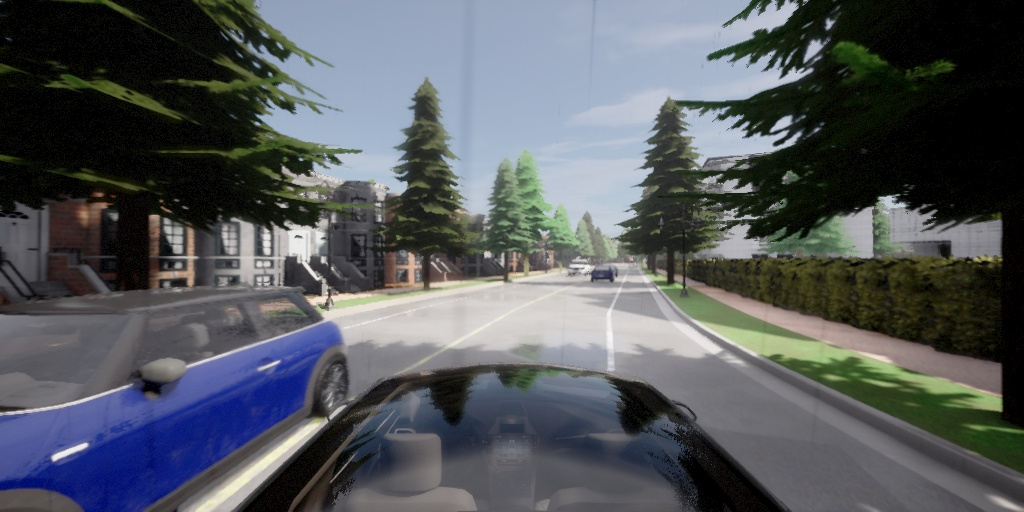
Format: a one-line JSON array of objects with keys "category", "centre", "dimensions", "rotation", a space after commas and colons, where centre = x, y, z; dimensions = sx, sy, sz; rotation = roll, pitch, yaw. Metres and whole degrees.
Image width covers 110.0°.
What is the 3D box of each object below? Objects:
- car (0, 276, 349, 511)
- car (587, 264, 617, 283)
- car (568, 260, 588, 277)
[{"category": "car", "centre": [-3.367, 1.111, 2.982], "dimensions": [2.097, 1.767, 4.553], "rotation": [0, -1, 4]}, {"category": "car", "centre": [8.515, 1.617, 33.453], "dimensions": [1.882, 1.535, 5.008], "rotation": [0, -1, 19]}, {"category": "car", "centre": [8.413, 1.494, 44.752], "dimensions": [2.150, 2.045, 5.566], "rotation": [0, -1, 19]}]
